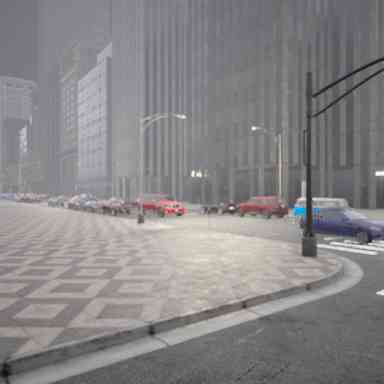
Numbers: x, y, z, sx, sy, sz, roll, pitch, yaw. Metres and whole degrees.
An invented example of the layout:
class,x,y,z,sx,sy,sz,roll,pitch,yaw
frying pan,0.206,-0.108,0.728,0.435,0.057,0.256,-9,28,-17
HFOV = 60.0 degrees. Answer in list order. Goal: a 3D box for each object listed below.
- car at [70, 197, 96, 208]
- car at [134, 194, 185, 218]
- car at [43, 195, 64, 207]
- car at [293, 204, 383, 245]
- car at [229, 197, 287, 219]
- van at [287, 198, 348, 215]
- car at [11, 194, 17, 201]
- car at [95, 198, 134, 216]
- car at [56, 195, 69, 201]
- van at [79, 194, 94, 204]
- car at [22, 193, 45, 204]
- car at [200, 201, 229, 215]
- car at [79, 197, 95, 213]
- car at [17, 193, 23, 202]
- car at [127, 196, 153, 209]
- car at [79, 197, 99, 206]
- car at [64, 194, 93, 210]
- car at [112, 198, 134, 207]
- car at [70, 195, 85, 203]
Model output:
class,x,y,z,sx,sy,sz,roll,pitch,yaw
car,-16.112,1.535,49.001,2.033,1.411,5.357,0,0,-36
car,-2.930,1.222,30.798,2.150,2.045,5.566,0,0,-36
car,-20.911,1.539,51.048,2.008,1.369,4.403,0,0,-36
car,7.275,1.525,15.960,1.812,1.442,4.674,0,0,-30
car,5.954,1.310,28.740,2.192,1.841,5.009,0,0,-36
van,9.283,1.337,24.186,1.690,1.788,3.998,0,0,-36
car,-40.754,1.444,78.197,1.752,1.417,4.829,0,0,-35
car,-7.600,1.547,32.837,1.887,1.381,4.507,0,0,-36
car,-30.769,1.443,78.997,1.752,1.417,4.829,0,0,-35
van,-20.669,1.300,65.167,1.690,1.788,3.998,0,0,-36
car,-30.894,1.276,64.708,2.192,1.841,5.009,0,0,-36
car,2.626,1.558,33.294,1.947,1.339,4.313,0,0,-36
car,-10.928,1.582,37.389,1.802,1.307,4.206,0,0,-36
car,-34.222,1.263,69.261,2.192,1.841,5.009,0,0,-36
car,-7.357,1.423,46.953,1.967,1.590,4.097,0,0,-36
car,-17.237,1.541,55.626,1.994,1.385,4.181,0,0,-36
car,-14.255,1.437,41.942,1.967,1.590,4.097,0,0,-36
car,-10.686,1.561,51.508,1.802,1.307,4.206,0,0,-36
car,-24.098,1.472,69.860,1.752,1.417,4.829,0,0,-36
